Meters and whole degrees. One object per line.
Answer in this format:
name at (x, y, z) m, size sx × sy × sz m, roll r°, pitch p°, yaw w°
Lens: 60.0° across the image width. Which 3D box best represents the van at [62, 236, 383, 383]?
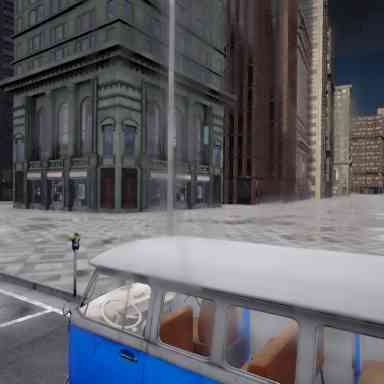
van at (0.722, 1.341, 2.477) m, size 3.998 × 1.788 × 1.690 m, roll 0°, pitch 1°, yaw 35°
